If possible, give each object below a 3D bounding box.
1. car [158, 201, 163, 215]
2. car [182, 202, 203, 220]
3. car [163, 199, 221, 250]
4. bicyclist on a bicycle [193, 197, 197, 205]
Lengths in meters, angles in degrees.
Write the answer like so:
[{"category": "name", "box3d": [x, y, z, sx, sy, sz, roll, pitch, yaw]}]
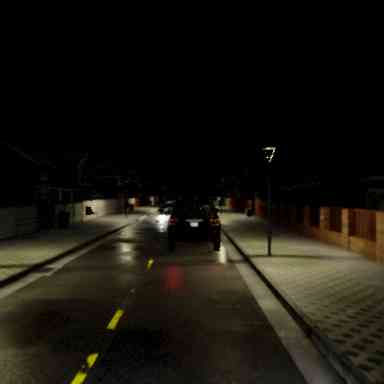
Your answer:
[{"category": "car", "box3d": [-2.853, 1.802, 39.151, 2.128, 1.511, 4.902, 0, 0, 0]}, {"category": "car", "box3d": [0.085, 1.759, 31.583, 1.837, 1.490, 4.892, 0, 0, 0]}, {"category": "car", "box3d": [0.091, 1.345, 15.205, 2.150, 2.045, 5.566, 0, -1, 0]}, {"category": "bicyclist on a bicycle", "box3d": [0.732, 1.995, 75.086, 0.866, 1.612, 1.509, 0, 0, 0]}]
